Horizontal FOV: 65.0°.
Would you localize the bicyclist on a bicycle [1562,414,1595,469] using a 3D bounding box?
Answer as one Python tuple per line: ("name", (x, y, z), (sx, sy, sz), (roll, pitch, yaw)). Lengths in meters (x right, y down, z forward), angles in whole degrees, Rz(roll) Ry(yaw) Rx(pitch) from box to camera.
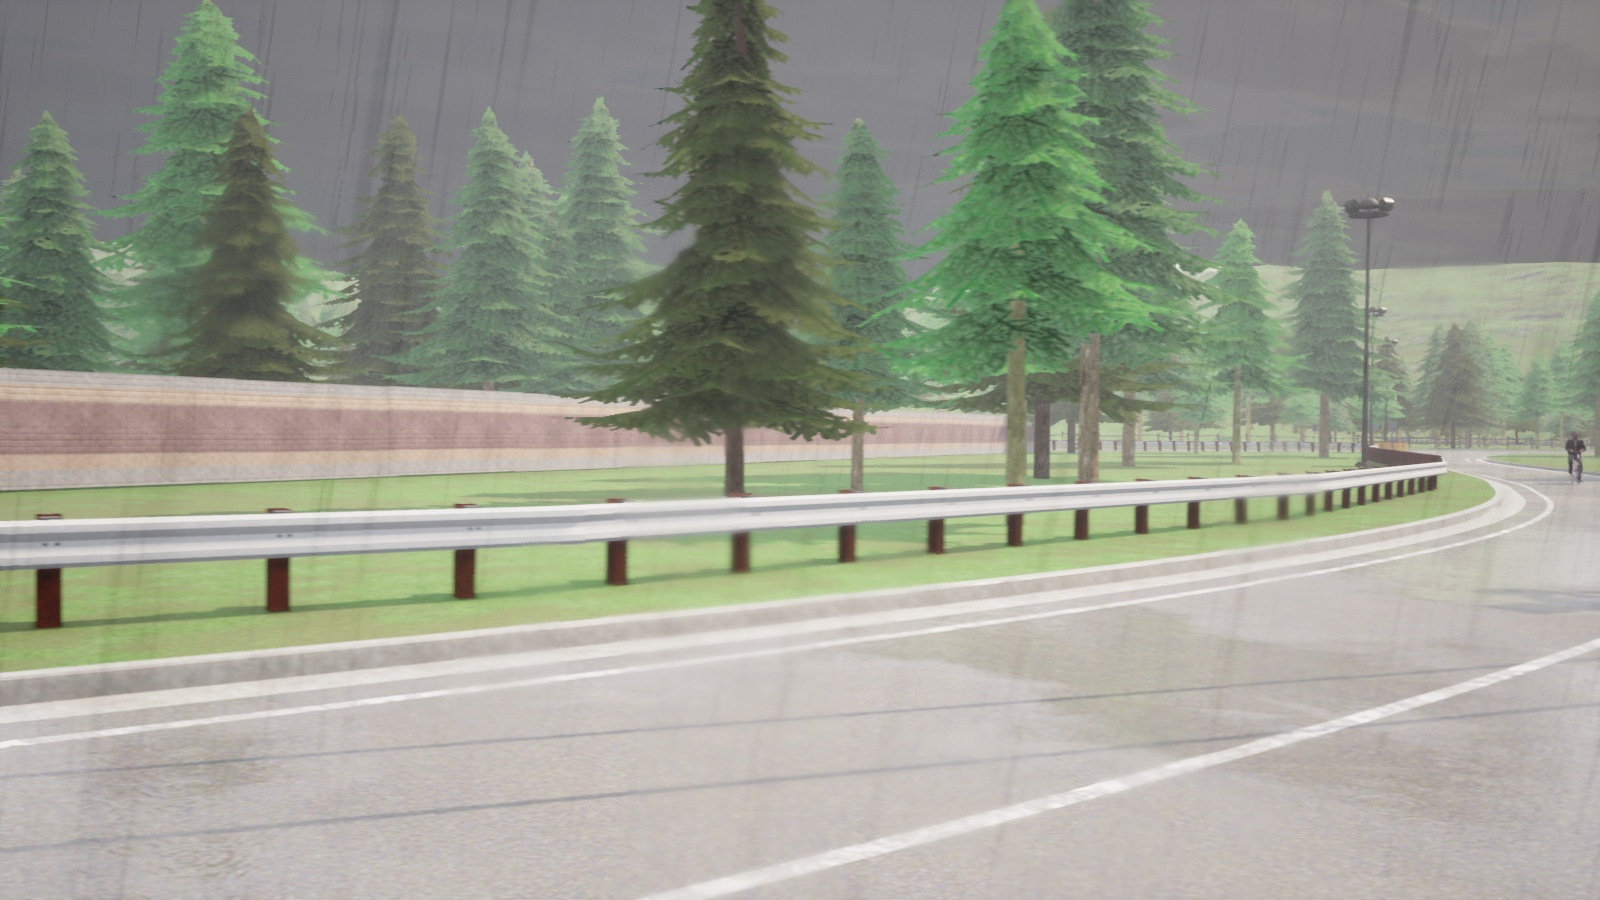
("bicyclist on a bicycle", (25.534, -0.278, 41.189), (0.659, 1.776, 1.843), (0, 1, 24))
